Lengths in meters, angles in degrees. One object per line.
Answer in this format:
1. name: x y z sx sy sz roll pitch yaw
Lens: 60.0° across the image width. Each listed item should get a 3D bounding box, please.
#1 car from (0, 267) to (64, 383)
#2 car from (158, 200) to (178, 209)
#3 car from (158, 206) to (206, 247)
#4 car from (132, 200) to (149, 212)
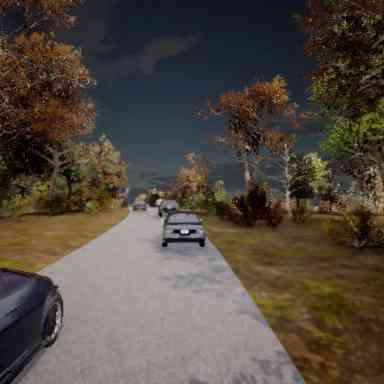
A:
1. car: -2.944 1.561 3.488 1.994 1.385 4.181 0 0 -1
2. car: -2.548 1.608 35.447 2.097 1.767 4.553 0 -1 -8
3. car: -0.446 1.588 15.331 2.033 1.411 5.357 0 0 -4
4. car: -6.962 1.892 44.533 1.837 1.490 4.892 1 -1 -10
